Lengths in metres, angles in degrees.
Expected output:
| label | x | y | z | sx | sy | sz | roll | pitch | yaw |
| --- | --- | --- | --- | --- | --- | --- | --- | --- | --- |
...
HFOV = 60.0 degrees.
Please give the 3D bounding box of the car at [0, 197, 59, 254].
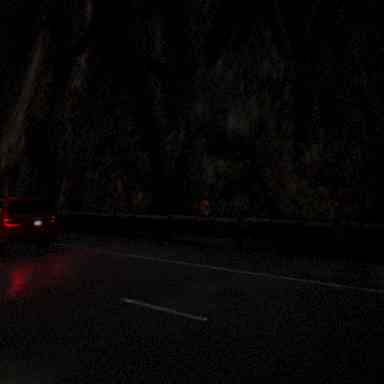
| label | x | y | z | sx | sy | sz | roll | pitch | yaw |
| --- | --- | --- | --- | --- | --- | --- | --- | --- | --- |
| car | -7.748 | 1.212 | 13.480 | 5.566 | 2.045 | 2.150 | 0 | 0 | 34 |
